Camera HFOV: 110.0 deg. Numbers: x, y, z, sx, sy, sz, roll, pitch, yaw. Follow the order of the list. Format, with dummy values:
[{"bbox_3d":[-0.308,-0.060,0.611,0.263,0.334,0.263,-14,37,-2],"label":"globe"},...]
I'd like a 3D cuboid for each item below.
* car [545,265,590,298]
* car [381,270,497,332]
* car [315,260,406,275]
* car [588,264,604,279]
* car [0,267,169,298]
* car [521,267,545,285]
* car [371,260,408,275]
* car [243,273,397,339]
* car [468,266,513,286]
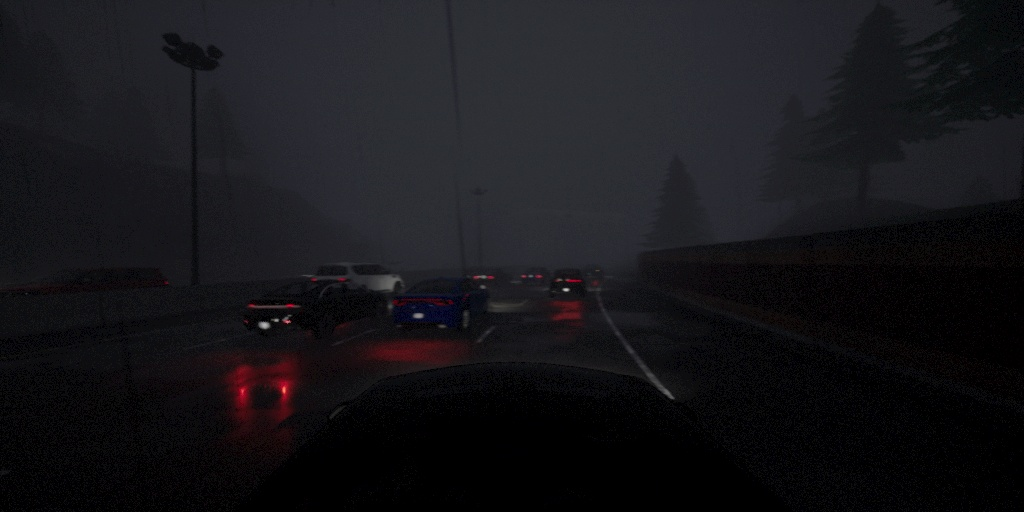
[{"bbox_3d":[3.200,1.426,20.026,1.837,1.490,4.892,-2,-1,13],"label":"car"},{"bbox_3d":[-2.010,1.397,11.605,1.882,1.535,5.008,-1,-1,9],"label":"car"},{"bbox_3d":[-7.837,1.353,18.741,2.150,2.045,5.566,-1,-1,11],"label":"car"},{"bbox_3d":[8.194,1.559,36.551,1.812,1.442,4.674,-2,-1,20],"label":"car"},{"bbox_3d":[-19.173,1.555,16.350,2.150,2.045,5.566,-1,-1,10],"label":"car"},{"bbox_3d":[2.167,1.617,29.792,2.033,1.411,5.357,-1,-1,17],"label":"car"},{"bbox_3d":[-18.604,1.699,54.825,2.150,2.045,5.566,-1,-1,23],"label":"car"},{"bbox_3d":[-5.631,1.478,11.053,2.128,1.511,4.902,-1,-1,8],"label":"car"},{"bbox_3d":[-1.483,1.692,29.782,2.033,1.411,5.357,-1,-1,16],"label":"car"}]
